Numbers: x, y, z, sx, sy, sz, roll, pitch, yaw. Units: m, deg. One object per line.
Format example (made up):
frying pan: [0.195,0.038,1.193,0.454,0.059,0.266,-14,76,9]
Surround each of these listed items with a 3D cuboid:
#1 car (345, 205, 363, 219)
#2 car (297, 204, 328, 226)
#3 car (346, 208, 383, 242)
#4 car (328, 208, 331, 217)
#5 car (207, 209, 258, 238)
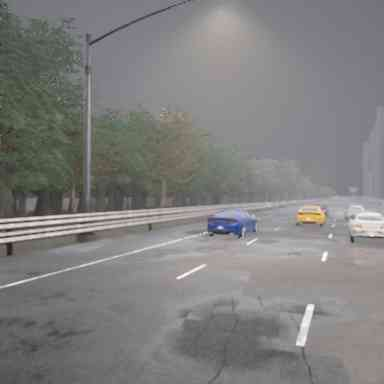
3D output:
car: [16.262,2.036,33.022,1.812,1.442,4.674,0,-1,24]
car: [9.689,1.872,26.934,1.882,1.535,5.008,0,-1,24]
car: [9.352,1.798,17.660,1.812,1.442,4.674,0,-1,24]
car: [15.048,2.129,38.827,2.033,1.411,5.357,0,-1,24]
car: [2.498,1.737,19.484,1.882,1.535,5.008,0,-1,24]
